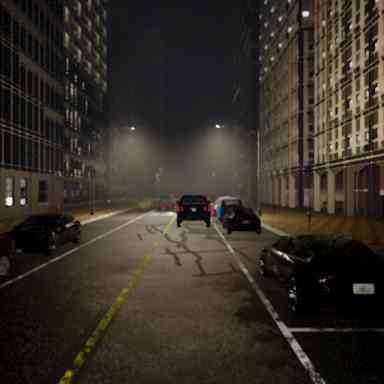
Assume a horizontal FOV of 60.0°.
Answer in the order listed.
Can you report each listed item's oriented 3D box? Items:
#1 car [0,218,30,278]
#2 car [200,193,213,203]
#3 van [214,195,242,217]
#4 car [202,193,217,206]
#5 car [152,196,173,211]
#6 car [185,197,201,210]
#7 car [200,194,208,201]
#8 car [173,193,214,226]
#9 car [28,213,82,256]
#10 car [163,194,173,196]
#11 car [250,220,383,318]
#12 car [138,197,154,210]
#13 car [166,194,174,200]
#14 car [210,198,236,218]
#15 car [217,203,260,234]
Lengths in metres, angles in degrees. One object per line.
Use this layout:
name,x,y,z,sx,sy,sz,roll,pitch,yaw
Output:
car,-5.687,1.528,7.308,1.887,1.381,4.507,0,0,0
car,2.706,1.126,64.220,2.192,1.841,5.009,0,0,0
van,2.698,1.280,24.376,1.690,1.788,3.998,0,0,0
car,2.704,1.166,52.835,2.192,1.841,5.009,0,0,0
car,-3.089,1.499,38.411,1.895,1.301,4.718,0,0,0
car,0.106,1.393,41.643,1.837,1.490,4.892,0,0,0
car,2.708,1.294,75.774,1.752,1.417,4.829,0,0,0
car,0.105,1.166,22.738,2.150,2.045,5.566,0,0,0
car,-5.686,1.535,13.000,1.947,1.339,4.313,0,0,0
car,-5.674,1.342,69.926,2.008,1.369,4.403,0,0,0
car,2.694,1.549,7.298,1.947,1.339,4.313,0,0,0
car,-5.680,1.414,41.293,1.752,1.417,4.829,0,0,0
car,-5.671,1.307,87.001,1.802,1.307,4.206,0,0,0
car,2.699,1.363,30.067,1.967,1.590,4.097,0,0,0
car,2.696,1.521,18.682,1.947,1.339,4.313,0,0,0
